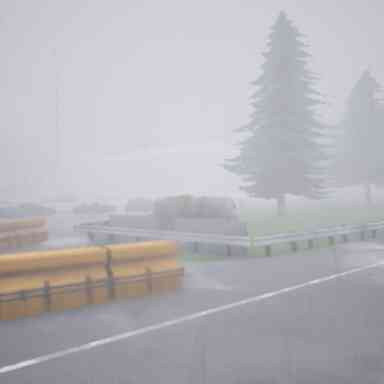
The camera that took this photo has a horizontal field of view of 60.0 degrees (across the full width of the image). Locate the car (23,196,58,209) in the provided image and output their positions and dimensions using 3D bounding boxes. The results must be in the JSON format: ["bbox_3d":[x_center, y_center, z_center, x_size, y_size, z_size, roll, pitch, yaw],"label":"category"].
[{"bbox_3d":[-22.688,1.587,49.973,2.097,1.767,4.553,-1,0,21],"label":"car"}]

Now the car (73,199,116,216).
[{"bbox_3d":[-9.862,1.701,34.217,1.895,1.301,4.718,-1,0,22],"label":"car"}]

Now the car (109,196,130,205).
[{"bbox_3d":[-14.059,1.613,64.722,1.882,1.535,5.008,-1,0,16],"label":"car"}]

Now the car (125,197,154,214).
[{"bbox_3d":[-5.306,1.402,36.338,2.097,1.767,4.553,-1,0,22],"label":"car"}]

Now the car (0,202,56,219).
[{"bbox_3d":[-15.212,1.707,30.833,2.033,1.411,5.357,-1,0,23],"label":"car"}]
